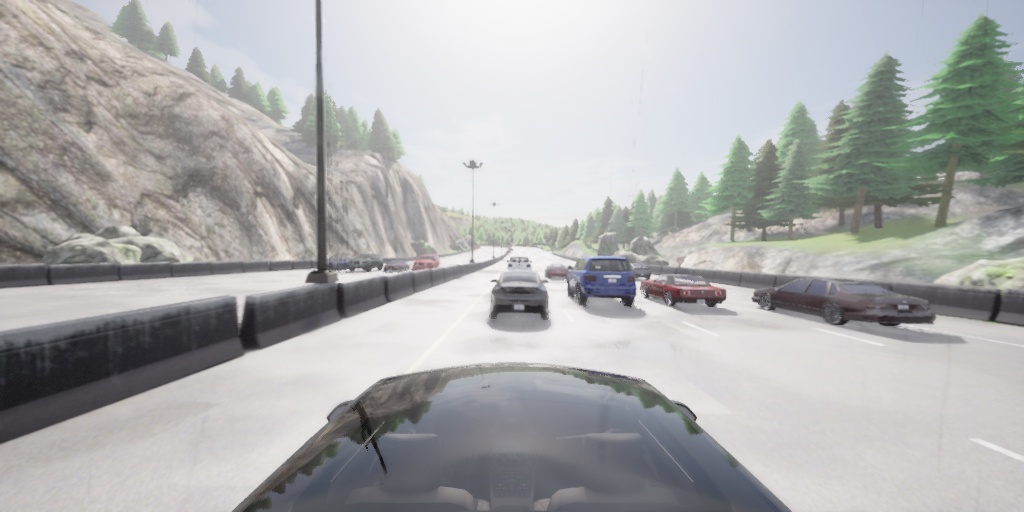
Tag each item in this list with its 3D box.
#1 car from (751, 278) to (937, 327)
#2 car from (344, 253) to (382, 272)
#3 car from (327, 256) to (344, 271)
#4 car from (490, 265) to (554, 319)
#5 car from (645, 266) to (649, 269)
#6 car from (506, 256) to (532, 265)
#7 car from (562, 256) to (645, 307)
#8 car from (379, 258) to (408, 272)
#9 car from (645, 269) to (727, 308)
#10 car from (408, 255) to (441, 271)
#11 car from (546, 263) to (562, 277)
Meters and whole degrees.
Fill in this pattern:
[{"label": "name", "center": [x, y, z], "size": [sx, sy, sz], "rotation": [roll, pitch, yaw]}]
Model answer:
[{"label": "car", "center": [10.755, 1.451, 12.311], "size": [2.033, 1.411, 5.357], "rotation": [1, 0, 1]}, {"label": "car", "center": [-16.755, 0.708, 41.479], "size": [2.150, 2.045, 5.566], "rotation": [1, 0, 1]}, {"label": "car", "center": [-20.255, 0.801, 41.637], "size": [2.097, 1.767, 4.553], "rotation": [1, 0, 1]}, {"label": "car", "center": [0.266, 1.257, 12.883], "size": [1.837, 1.490, 4.892], "rotation": [1, 0, 1]}, {"label": "car", "center": [11.173, 1.398, 32.999], "size": [2.128, 1.511, 4.902], "rotation": [1, 0, 1]}, {"label": "car", "center": [0.671, 0.976, 32.787], "size": [2.150, 2.045, 5.566], "rotation": [1, 0, 1]}, {"label": "car", "center": [3.837, 1.025, 16.193], "size": [2.150, 2.045, 5.566], "rotation": [1, 0, 1]}, {"label": "car", "center": [-13.260, 1.127, 41.486], "size": [1.994, 1.385, 4.181], "rotation": [1, 0, 1]}, {"label": "car", "center": [7.328, 1.455, 15.989], "size": [1.895, 1.301, 4.718], "rotation": [1, 0, 1]}, {"label": "car", "center": [-9.757, 0.863, 41.412], "size": [2.150, 2.045, 5.566], "rotation": [1, 0, 1]}, {"label": "car", "center": [4.188, 1.369, 33.848], "size": [1.994, 1.385, 4.181], "rotation": [1, 0, 1]}]
